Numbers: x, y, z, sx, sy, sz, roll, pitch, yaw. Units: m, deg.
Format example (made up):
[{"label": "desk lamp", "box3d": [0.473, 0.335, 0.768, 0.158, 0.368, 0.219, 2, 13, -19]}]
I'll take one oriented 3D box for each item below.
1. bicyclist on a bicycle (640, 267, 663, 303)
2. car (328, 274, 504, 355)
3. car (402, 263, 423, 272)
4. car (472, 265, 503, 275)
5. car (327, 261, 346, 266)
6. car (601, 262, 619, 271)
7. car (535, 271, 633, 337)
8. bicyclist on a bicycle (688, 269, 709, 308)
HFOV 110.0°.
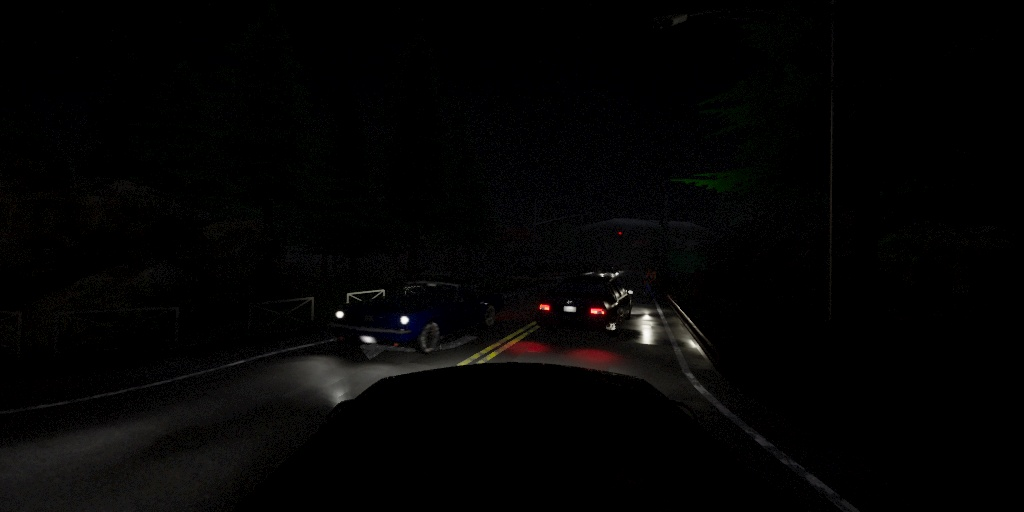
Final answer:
[{"label": "bicyclist on a bicycle", "box3d": [6.430, 1.346, 16.490, 1.656, 1.620, 0.582, 1, -1, -31]}, {"label": "car", "box3d": [-1.849, 1.230, 8.518, 1.895, 1.301, 4.718, 1, -1, 19]}, {"label": "car", "box3d": [-13.978, 1.648, 47.853, 4.181, 1.385, 1.994, 1, -1, 20]}, {"label": "car", "box3d": [-3.226, 1.801, 43.972, 4.181, 1.385, 1.994, 1, -1, 19]}, {"label": "car", "box3d": [-24.486, 1.485, 51.946, 5.357, 1.411, 2.033, 1, -1, 23]}, {"label": "car", "box3d": [15.624, 1.969, 57.913, 2.097, 1.767, 4.553, 1, -1, 20]}, {"label": "car", "box3d": [2.304, 1.280, 10.283, 2.033, 1.411, 5.357, 1, -1, 24]}, {"label": "bicyclist on a bicycle", "box3d": [7.875, 1.358, 15.107, 1.656, 1.620, 0.582, 1, -1, -34]}]
